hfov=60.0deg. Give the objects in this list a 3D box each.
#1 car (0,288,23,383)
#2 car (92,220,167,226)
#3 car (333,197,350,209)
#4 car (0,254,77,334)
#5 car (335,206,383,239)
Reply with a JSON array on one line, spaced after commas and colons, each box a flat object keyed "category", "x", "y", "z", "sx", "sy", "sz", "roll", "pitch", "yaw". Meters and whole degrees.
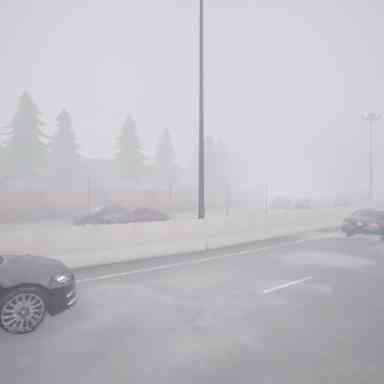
[{"category": "car", "x": -3.453, "y": 1.601, "z": 1.390, "sx": 4.718, "sy": 1.301, "sz": 1.895, "roll": 0, "pitch": 0, "yaw": -35}, {"category": "car", "x": -3.351, "y": 1.562, "z": 19.725, "sx": 4.181, "sy": 1.385, "sz": 1.994, "roll": 0, "pitch": 0, "yaw": -43}, {"category": "car", "x": 21.490, "y": 1.483, "z": 47.781, "sx": 2.128, "sy": 1.511, "sz": 4.902, "roll": 0, "pitch": 0, "yaw": 25}, {"category": "car", "x": -4.357, "y": 1.492, "z": 5.086, "sx": 4.902, "sy": 1.511, "sz": 2.128, "roll": 0, "pitch": 0, "yaw": -36}, {"category": "car", "x": 9.494, "y": 1.544, "z": 17.274, "sx": 2.033, "sy": 1.411, "sz": 5.357, "roll": 0, "pitch": 0, "yaw": 43}]
